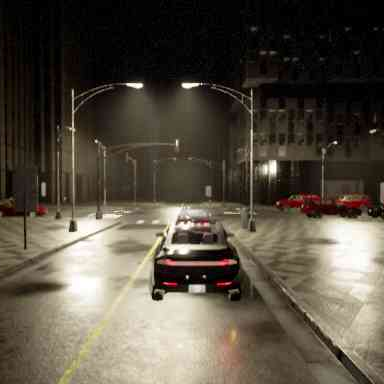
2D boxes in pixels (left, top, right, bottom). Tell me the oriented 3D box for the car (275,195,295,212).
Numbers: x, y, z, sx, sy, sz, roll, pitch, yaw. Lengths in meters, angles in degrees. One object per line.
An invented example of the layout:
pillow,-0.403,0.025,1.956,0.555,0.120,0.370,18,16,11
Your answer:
car,12.044,1.263,37.698,5.009,1.841,2.192,0,1,0

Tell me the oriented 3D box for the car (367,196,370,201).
car,17.687,1.292,37.724,5.009,1.841,2.192,0,1,0

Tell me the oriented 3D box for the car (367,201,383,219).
car,17.716,1.694,29.204,4.313,1.339,1.947,0,1,0

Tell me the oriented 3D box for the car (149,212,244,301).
car,0.086,1.476,8.253,2.128,1.511,4.902,0,0,0

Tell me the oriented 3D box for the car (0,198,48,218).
car,-14.968,1.519,29.049,4.507,1.381,1.887,0,1,0

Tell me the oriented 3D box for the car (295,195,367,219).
car,12.073,1.415,29.174,5.009,1.841,2.192,0,1,0

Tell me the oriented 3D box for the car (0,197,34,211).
car,-20.691,1.324,37.547,4.829,1.417,1.752,0,1,0

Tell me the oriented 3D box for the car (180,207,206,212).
car,0.071,1.521,17.962,2.033,1.411,5.357,0,0,0
